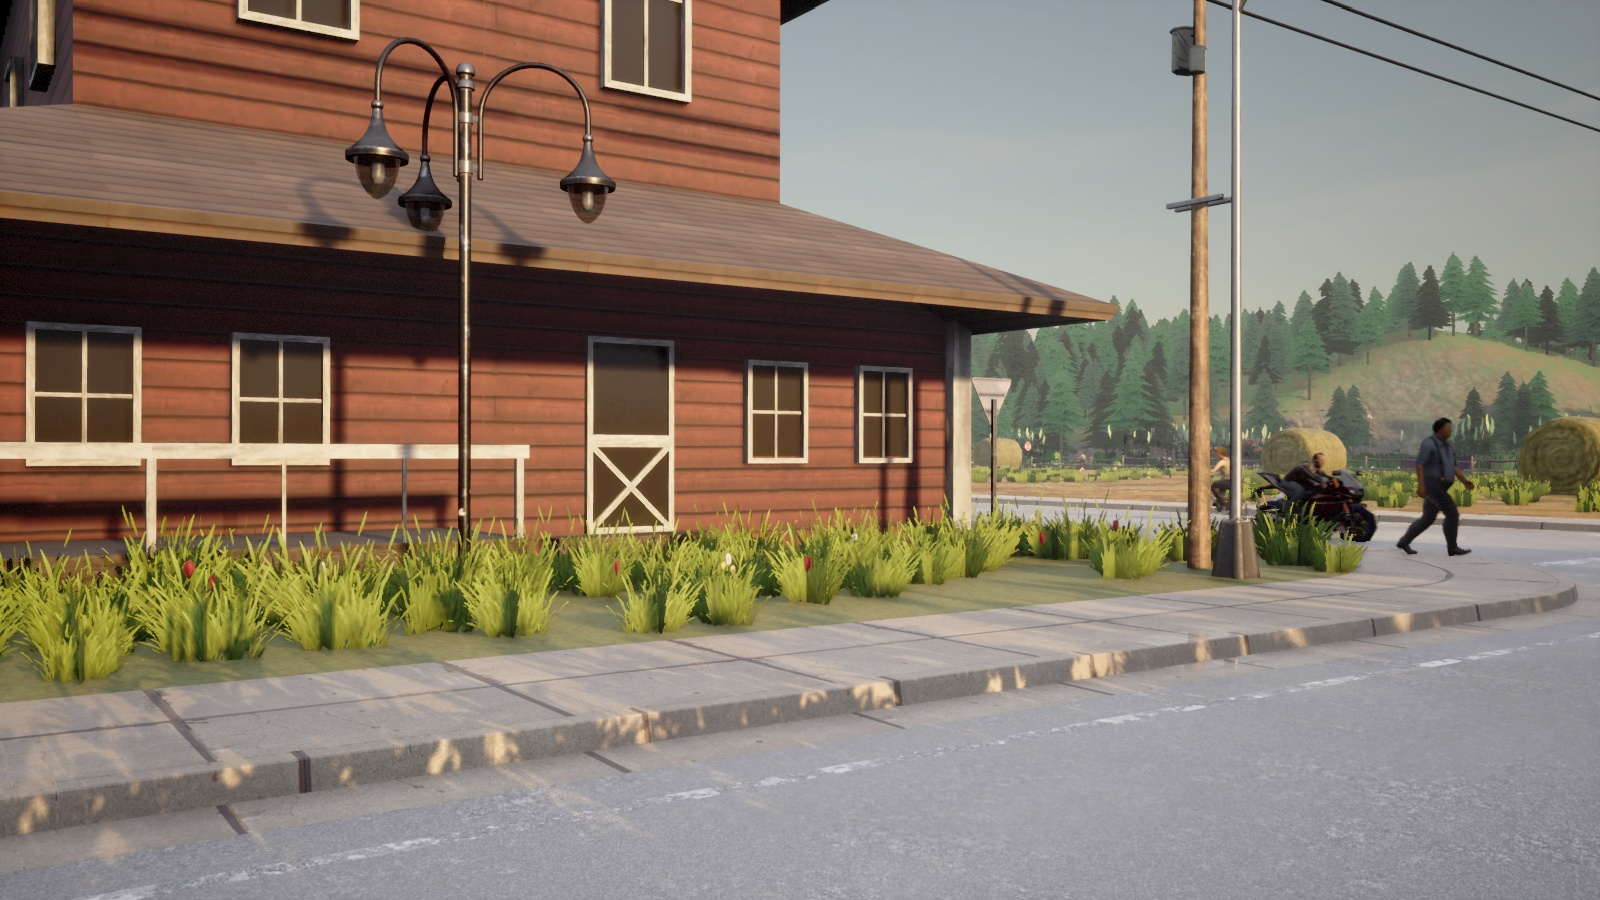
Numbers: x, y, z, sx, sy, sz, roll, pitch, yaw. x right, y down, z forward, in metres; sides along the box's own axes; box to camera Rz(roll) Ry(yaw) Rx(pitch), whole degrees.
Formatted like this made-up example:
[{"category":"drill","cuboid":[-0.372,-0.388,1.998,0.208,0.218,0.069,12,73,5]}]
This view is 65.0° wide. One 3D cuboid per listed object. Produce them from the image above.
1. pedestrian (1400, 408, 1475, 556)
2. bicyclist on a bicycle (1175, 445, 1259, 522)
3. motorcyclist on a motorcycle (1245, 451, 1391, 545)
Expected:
[{"category":"pedestrian","cuboid":[8.155,0.402,16.070,0.540,1.848,0.694,0,0,-39]},{"category":"bicyclist on a bicycle","cuboid":[9.022,0.702,27.227,0.866,1.612,1.509,0,0,-35]},{"category":"motorcyclist on a motorcycle","cuboid":[8.836,0.787,21.512,0.866,1.530,2.191,0,0,-36]}]
